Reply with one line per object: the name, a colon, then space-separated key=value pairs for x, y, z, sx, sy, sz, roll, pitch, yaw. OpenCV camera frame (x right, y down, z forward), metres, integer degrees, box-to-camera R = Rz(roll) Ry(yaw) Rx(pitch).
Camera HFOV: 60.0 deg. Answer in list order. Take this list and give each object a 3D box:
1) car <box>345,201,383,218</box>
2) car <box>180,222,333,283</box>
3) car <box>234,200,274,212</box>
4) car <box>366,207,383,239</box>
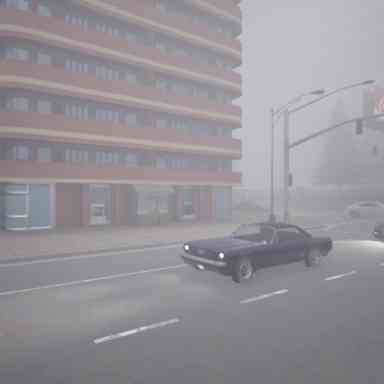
car: x=15.328 y=1.525 z=27.878 sx=1.812 sy=1.442 sz=4.674 roll=0 pitch=0 yaw=-42
car: x=2.013 y=1.601 z=9.774 sx=4.718 sy=1.301 sz=1.895 roll=0 pitch=0 yaw=-36
car: x=7.125 y=1.601 z=38.532 sx=1.895 sy=1.301 sz=4.718 roll=0 pitch=0 yaw=-36
car: x=10.477 y=1.564 z=15.898 sx=4.181 sy=1.385 sz=1.994 roll=0 pitch=0 yaw=-36
